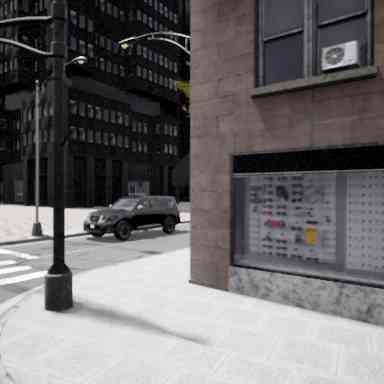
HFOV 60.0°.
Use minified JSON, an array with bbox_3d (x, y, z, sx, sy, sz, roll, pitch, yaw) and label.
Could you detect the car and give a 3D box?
[{"bbox_3d":[-2.907,1.235,17.485,2.150,2.045,5.566,0,0,37],"label":"car"}]
